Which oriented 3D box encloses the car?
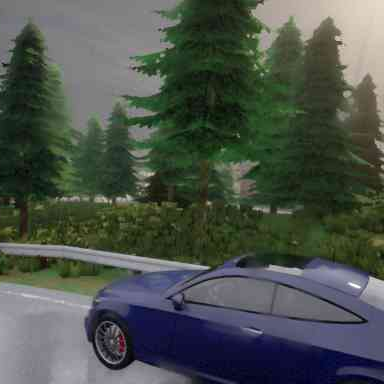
[{"bbox_3d":[0.779,1.499,4.083,4.674,1.442,1.812,1,1,31],"label":"car"}]
